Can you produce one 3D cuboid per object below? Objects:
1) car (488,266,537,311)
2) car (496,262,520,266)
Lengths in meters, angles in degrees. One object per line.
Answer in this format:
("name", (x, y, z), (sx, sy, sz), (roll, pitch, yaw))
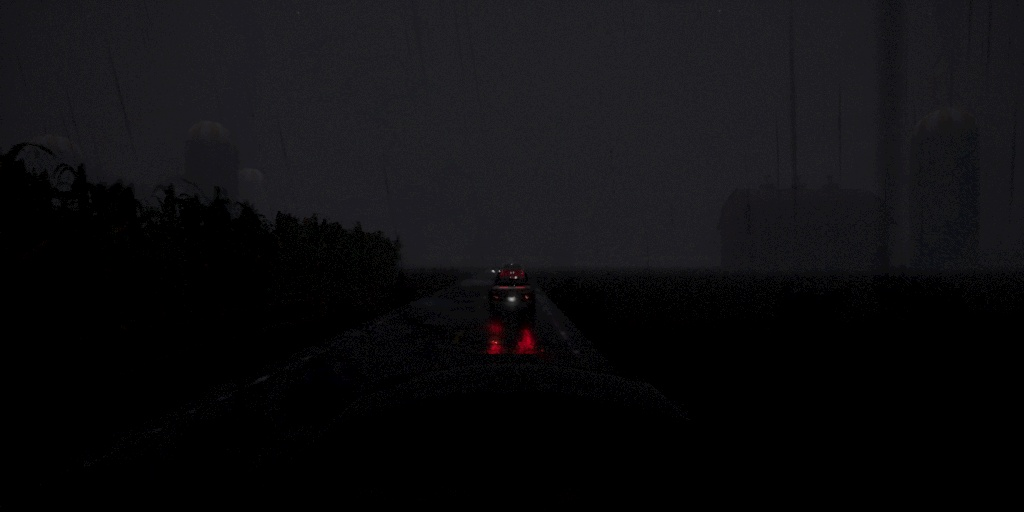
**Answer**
("car", (0.024, 1.378, 15.338), (2.128, 1.511, 4.902), (0, 0, 0))
("car", (0.029, 1.381, 30.240), (2.097, 1.767, 4.553), (0, -1, 0))
